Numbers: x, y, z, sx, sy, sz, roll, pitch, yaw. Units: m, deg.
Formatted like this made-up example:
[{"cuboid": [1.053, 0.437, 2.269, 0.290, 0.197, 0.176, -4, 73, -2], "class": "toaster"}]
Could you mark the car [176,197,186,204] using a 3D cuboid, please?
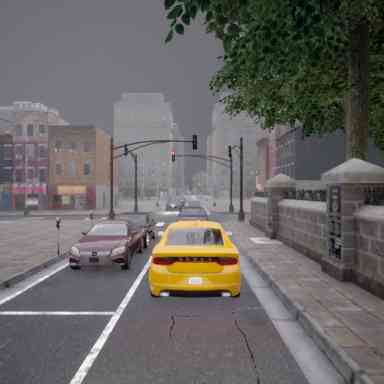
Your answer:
[{"cuboid": [-2.147, 1.584, 65.410, 1.895, 1.301, 4.718, 0, 0, 1], "class": "car"}]

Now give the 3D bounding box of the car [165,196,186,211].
[{"cuboid": [-2.222, 1.482, 41.666, 2.128, 1.511, 4.902, 0, 0, 0], "class": "car"}]

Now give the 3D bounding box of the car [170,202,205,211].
[{"cuboid": [0.034, 1.546, 19.088, 2.033, 1.411, 5.357, 0, 0, 0], "class": "car"}]

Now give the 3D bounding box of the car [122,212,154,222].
[{"cuboid": [-2.614, 1.565, 14.668, 1.947, 1.339, 4.313, 0, 0, 0], "class": "car"}]

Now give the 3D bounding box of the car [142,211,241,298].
[{"cuboid": [0.080, 1.477, 8.598, 1.882, 1.535, 5.008, 0, 0, 0], "class": "car"}]

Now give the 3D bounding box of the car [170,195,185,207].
[{"cuboid": [-2.204, 1.340, 51.601, 2.097, 1.767, 4.553, 0, 0, 0], "class": "car"}]

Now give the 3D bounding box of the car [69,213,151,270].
[{"cuboid": [-2.620, 1.581, 11.005, 1.802, 1.307, 4.206, 0, 0, 0], "class": "car"}]

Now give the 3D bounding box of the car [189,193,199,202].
[{"cuboid": [0.395, 1.508, 66.876, 1.812, 1.442, 4.674, 0, 0, 0], "class": "car"}]
